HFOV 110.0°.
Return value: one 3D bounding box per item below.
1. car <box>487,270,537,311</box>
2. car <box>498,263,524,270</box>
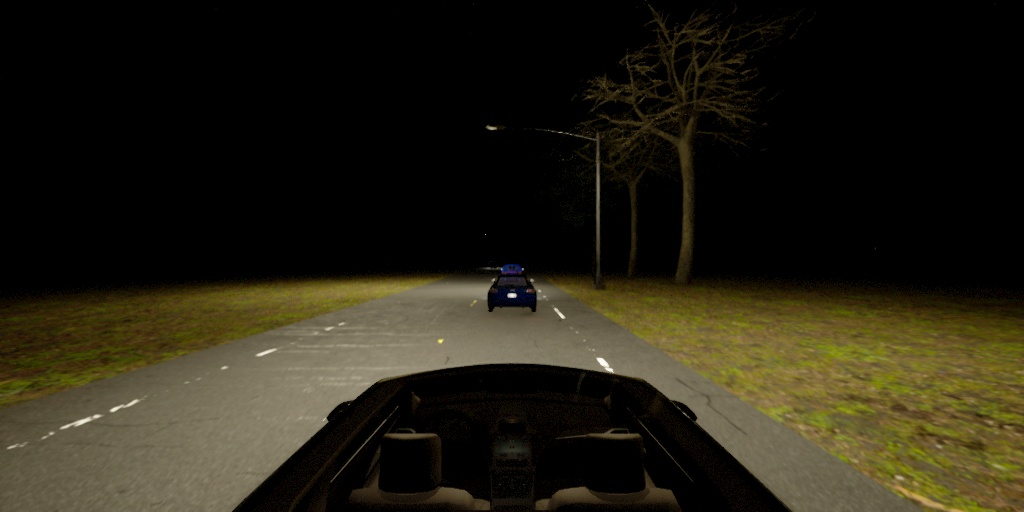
[{"bbox_3d":[0.019,1.461,15.381,1.994,1.385,4.181,0,-1,0],"label":"car"},{"bbox_3d":[0.026,1.484,31.077,1.882,1.535,5.008,0,0,0],"label":"car"}]
